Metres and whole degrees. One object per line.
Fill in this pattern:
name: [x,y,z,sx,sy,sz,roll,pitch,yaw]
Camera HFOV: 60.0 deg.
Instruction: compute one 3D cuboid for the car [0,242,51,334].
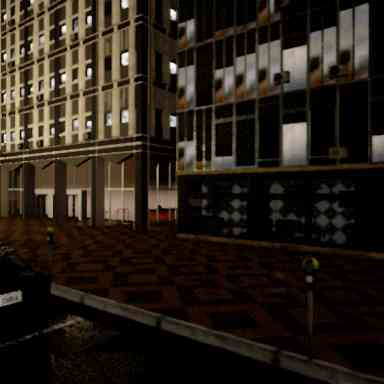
car: [-4.256,1.530,5.910,4.313,1.339,1.947,0,0,35]
